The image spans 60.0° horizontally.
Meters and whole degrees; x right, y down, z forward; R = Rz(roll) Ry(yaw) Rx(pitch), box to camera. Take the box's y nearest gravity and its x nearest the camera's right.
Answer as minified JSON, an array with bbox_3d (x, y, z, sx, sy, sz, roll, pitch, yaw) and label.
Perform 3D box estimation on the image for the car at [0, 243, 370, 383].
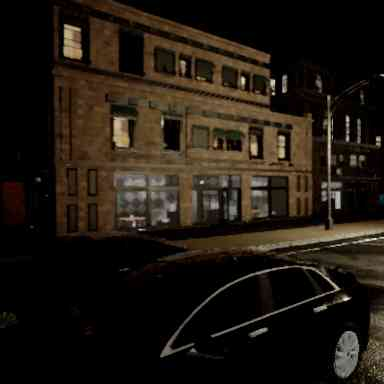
[{"bbox_3d":[0.149,1.501,3.791,4.892,1.490,1.837,0,0,-35],"label":"car"}]

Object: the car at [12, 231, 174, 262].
[{"bbox_3d":[-1.904,1.523,6.318,4.674,1.442,1.812,0,0,-35],"label":"car"}]
